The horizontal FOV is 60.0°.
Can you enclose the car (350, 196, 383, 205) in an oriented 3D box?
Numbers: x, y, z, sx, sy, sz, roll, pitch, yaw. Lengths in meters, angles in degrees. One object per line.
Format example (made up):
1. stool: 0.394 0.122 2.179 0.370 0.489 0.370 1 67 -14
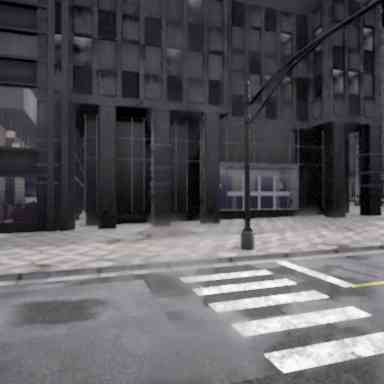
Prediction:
1. car: 23.797 1.118 45.327 2.128 1.511 4.902 0 0 -16
